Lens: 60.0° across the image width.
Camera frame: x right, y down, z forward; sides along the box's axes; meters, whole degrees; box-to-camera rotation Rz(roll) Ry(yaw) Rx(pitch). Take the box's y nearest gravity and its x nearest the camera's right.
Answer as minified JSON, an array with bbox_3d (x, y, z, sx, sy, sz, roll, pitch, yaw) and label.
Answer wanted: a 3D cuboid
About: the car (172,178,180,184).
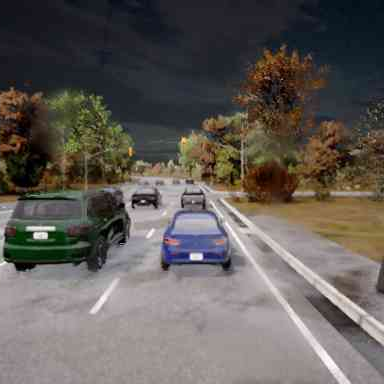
[{"bbox_3d":[-4.041,-2.736,83.852,2.128,1.511,4.902,0,3,-2],"label":"car"}]

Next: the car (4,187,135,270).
[{"bbox_3d":[-3.399,0.933,10.171,2.150,2.045,5.566,0,3,0],"label":"car"}]

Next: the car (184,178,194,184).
[{"bbox_3d":[-0.542,-2.781,83.948,1.882,1.535,5.008,0,3,-2],"label":"car"}]

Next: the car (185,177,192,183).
[{"bbox_3d":[-1.031,-3.373,94.077,1.812,1.442,4.674,0,3,-3],"label":"car"}]

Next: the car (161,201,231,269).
[{"bbox_3d":[0.101,1.240,10.076,1.812,1.442,4.674,0,3,0],"label":"car"}]

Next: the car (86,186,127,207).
[{"bbox_3d":[-7.014,0.302,28.037,2.033,1.411,5.357,0,3,0],"label":"car"}]

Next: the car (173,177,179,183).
[{"bbox_3d":[-4.526,-3.362,93.878,1.812,1.442,4.674,0,3,-3],"label":"car"}]

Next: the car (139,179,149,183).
[{"bbox_3d":[-10.744,-2.203,74.069,1.812,1.442,4.674,0,3,-1],"label":"car"}]

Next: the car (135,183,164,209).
[{"bbox_3d":[-3.397,0.368,25.511,1.882,1.535,5.008,0,3,0],"label":"car"}]

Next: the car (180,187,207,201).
[{"bbox_3d":[0.104,0.374,25.623,2.128,1.511,4.902,0,3,0],"label":"car"}]

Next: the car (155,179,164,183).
[{"bbox_3d":[-7.244,-2.195,74.227,2.033,1.411,5.357,0,3,-1],"label":"car"}]
